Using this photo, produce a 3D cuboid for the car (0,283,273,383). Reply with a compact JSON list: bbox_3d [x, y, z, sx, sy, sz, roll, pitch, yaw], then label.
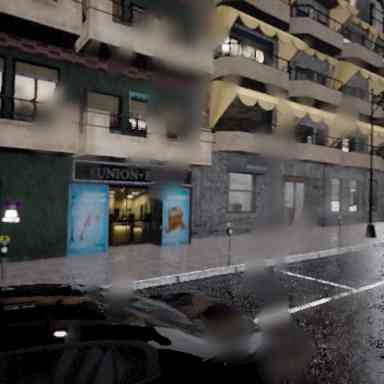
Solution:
[{"bbox_3d":[-1.663,1.479,2.064,5.008,1.535,1.882,1,0,-35],"label":"car"}]
